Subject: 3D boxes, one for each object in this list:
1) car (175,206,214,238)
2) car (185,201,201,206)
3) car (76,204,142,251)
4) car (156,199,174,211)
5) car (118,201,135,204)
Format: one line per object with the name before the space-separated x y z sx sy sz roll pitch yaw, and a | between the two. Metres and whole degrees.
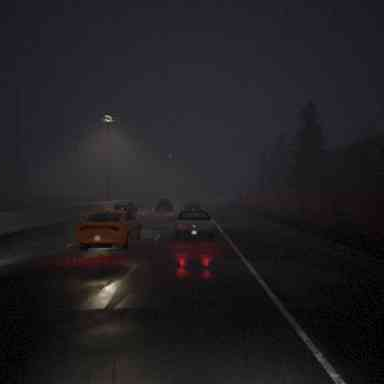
car | 0.106 1.636 17.932 1.895 1.301 4.718 0 0 0
car | 0.113 1.677 39.594 1.895 1.301 4.718 0 0 0
car | -3.395 1.506 14.397 1.882 1.535 5.008 0 0 0
car | -3.387 1.587 41.702 1.837 1.490 4.892 0 0 0
car | -6.887 1.632 34.591 1.994 1.385 4.181 0 0 0
